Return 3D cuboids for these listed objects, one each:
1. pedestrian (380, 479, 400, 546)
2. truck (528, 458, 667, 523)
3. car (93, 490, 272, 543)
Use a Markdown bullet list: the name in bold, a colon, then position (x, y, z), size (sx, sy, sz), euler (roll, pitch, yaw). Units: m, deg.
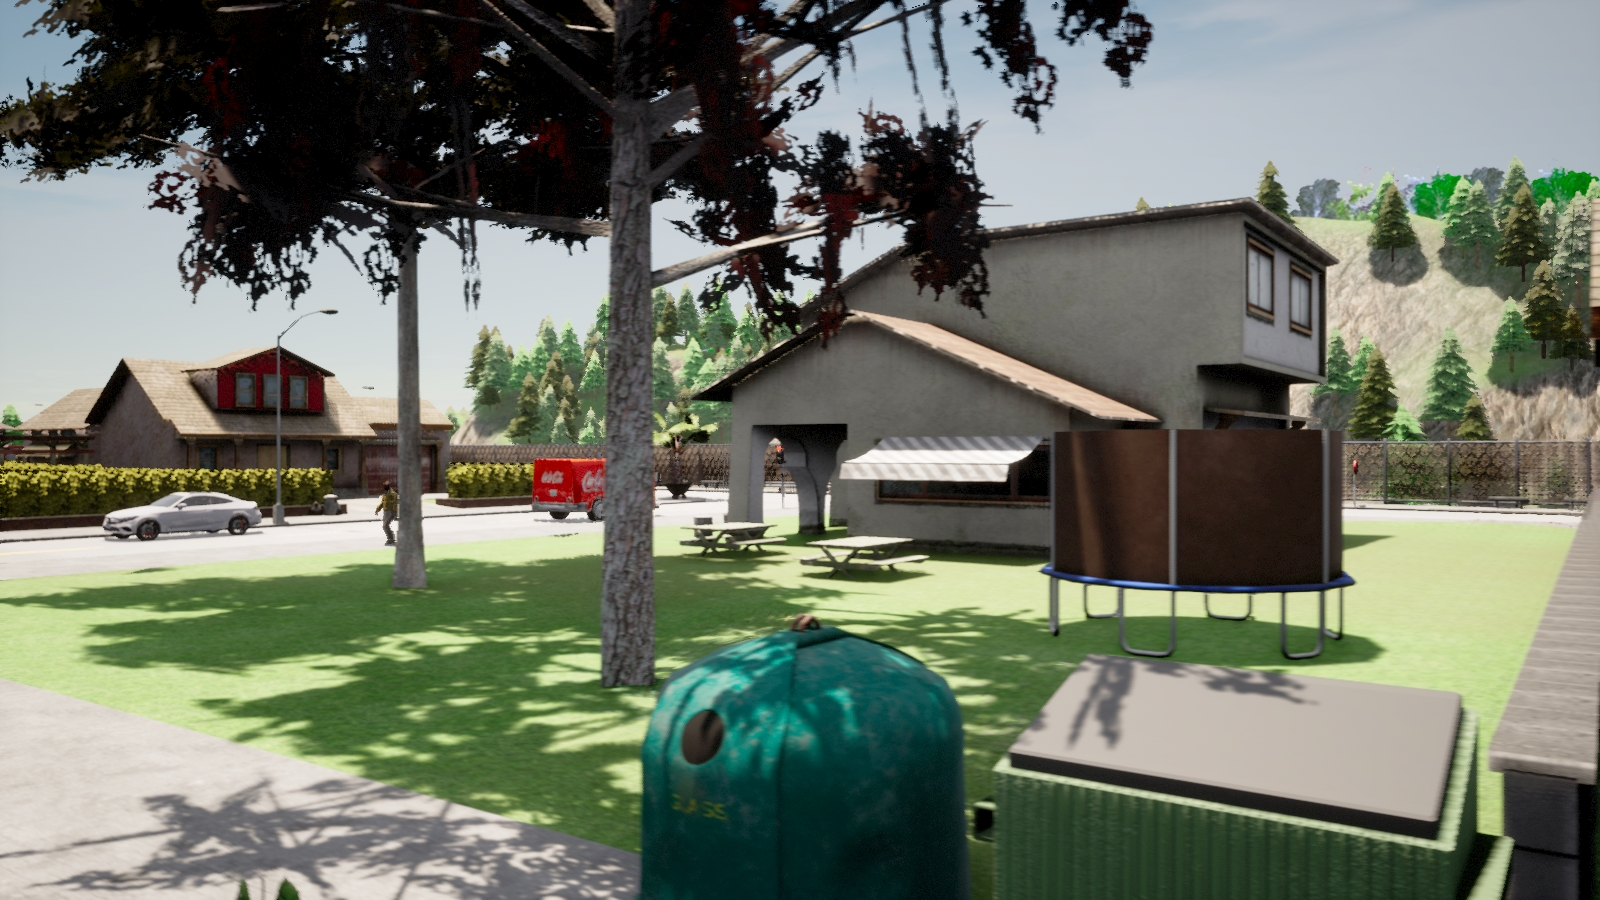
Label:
- **pedestrian**: position (-11.507, 1.744, 32.088), size (0.375, 1.860, 0.375), euler (0, 0, 35)
- **truck**: position (-8.122, 1.566, 46.360), size (2.627, 2.467, 5.204), euler (0, 0, 35)
- **car**: position (-19.846, 2.083, 36.892), size (2.002, 1.442, 4.674), euler (0, 0, 35)
